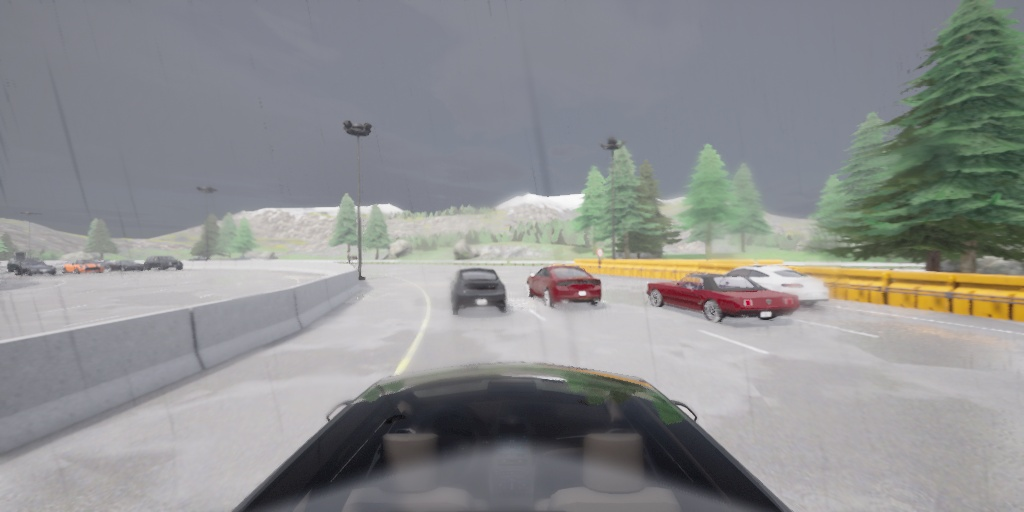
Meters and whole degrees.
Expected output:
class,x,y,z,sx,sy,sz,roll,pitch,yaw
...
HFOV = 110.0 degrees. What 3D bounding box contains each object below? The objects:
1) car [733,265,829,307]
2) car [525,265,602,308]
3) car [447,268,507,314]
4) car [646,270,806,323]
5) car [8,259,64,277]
class,x,y,z,sx,sy,sz,roll,pitch,yaw
car,9.375,1.078,13.792,1.812,1.442,4.674,-1,1,-10
car,1.924,1.110,14.733,1.882,1.535,5.008,-1,1,-12
car,-1.380,1.187,13.546,1.837,1.490,4.892,0,0,-11
car,6.258,1.211,11.497,1.895,1.301,4.718,-1,1,-9
car,-51.660,1.411,38.898,4.902,1.511,2.128,0,1,22
